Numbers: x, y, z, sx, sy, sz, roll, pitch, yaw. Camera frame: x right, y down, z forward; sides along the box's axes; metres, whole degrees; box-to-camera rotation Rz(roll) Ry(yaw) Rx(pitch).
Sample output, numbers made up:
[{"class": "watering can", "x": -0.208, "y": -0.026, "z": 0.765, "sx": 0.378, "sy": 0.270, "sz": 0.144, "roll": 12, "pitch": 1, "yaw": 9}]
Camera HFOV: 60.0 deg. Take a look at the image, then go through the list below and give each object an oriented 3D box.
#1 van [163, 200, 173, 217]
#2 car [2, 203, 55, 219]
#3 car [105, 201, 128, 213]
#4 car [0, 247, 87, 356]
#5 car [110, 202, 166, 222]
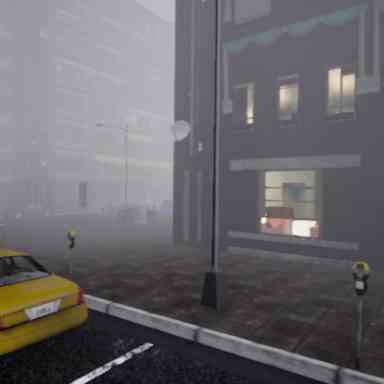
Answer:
[{"class": "van", "x": -1.407, "y": 1.676, "z": 34.043, "sx": 1.690, "sy": 1.788, "sz": 3.998, "roll": 0, "pitch": 0, "yaw": 36}, {"class": "car", "x": -14.708, "y": 1.667, "z": 30.087, "sx": 2.008, "sy": 1.369, "sz": 4.403, "roll": 1, "pitch": 0, "yaw": 36}, {"class": "car", "x": -8.159, "y": 1.753, "z": 39.007, "sx": 1.887, "sy": 1.381, "sz": 4.507, "roll": 1, "pitch": 0, "yaw": 36}, {"class": "car", "x": -3.848, "y": 1.533, "z": 5.760, "sx": 4.829, "sy": 1.417, "sz": 1.752, "roll": 0, "pitch": 1, "yaw": 35}, {"class": "car", "x": -4.683, "y": 1.855, "z": 29.582, "sx": 1.947, "sy": 1.339, "sz": 4.313, "roll": 0, "pitch": 0, "yaw": 36}]
